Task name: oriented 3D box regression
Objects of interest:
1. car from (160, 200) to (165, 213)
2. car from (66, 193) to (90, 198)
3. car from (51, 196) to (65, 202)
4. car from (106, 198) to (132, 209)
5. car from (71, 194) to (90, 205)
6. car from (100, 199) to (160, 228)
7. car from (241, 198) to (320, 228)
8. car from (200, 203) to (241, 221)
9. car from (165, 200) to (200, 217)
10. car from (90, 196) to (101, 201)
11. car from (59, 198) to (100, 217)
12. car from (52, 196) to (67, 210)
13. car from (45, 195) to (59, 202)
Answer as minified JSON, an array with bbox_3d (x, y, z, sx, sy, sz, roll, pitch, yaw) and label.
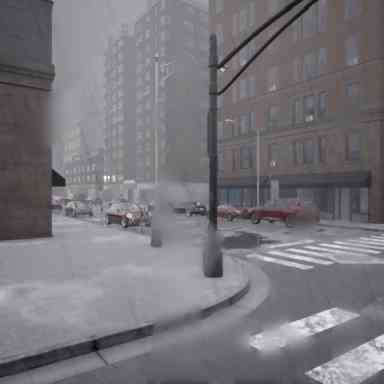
[{"bbox_3d":[-3.535,1.529,35.706,2.008,1.369,4.403,0,0,-35],"label":"car"},{"bbox_3d":[-18.214,1.175,51.761,2.150,2.045,5.566,0,0,-35],"label":"car"},{"bbox_3d":[-28.973,1.477,71.838,2.008,1.369,4.403,0,0,-35],"label":"car"},{"bbox_3d":[-9.894,1.532,44.738,1.947,1.339,4.313,0,0,-35],"label":"car"},{"bbox_3d":[-20.044,1.297,59.596,2.097,1.767,4.553,0,0,-35],"label":"car"},{"bbox_3d":[-4.132,1.430,21.742,1.967,1.590,4.097,0,0,-35],"label":"car"},{"bbox_3d":[6.005,1.309,22.155,2.192,1.841,5.009,0,0,-35],"label":"car"},{"bbox_3d":[2.825,1.571,26.672,1.802,1.307,4.206,0,0,-35],"label":"car"},{"bbox_3d":[-0.355,1.549,31.188,1.947,1.339,4.313,0,0,-35],"label":"car"},{"bbox_3d":[-16.004,1.457,53.915,1.837,1.490,4.892,0,0,-35],"label":"car"},{"bbox_3d":[-10.493,1.529,30.778,2.008,1.369,4.403,0,0,-35],"label":"car"},{"bbox_3d":[-16.855,1.511,39.814,1.887,1.381,4.507,0,0,-35],"label":"car"},{"bbox_3d":[-32.153,1.471,76.354,2.008,1.369,4.403,0,0,-35],"label":"car"}]
